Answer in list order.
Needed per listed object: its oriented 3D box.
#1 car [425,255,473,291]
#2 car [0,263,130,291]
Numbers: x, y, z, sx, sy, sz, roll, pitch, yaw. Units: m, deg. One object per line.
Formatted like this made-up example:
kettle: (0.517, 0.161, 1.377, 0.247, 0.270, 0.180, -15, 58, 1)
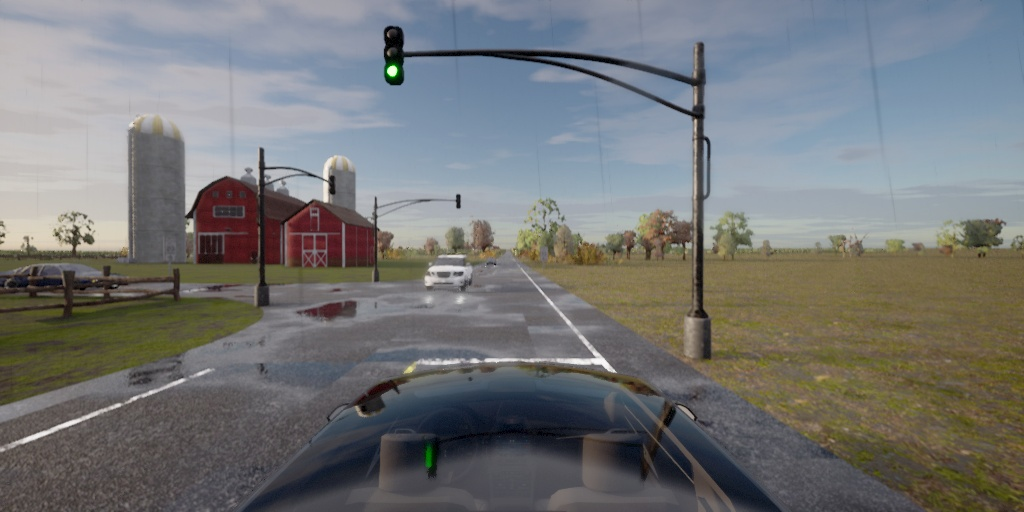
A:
car: (-3.623, 0.946, 21.586, 2.150, 2.045, 5.566, 0, 0, 0)
car: (-23.031, 1.092, 18.370, 5.357, 1.411, 2.033, 1, 0, -1)
